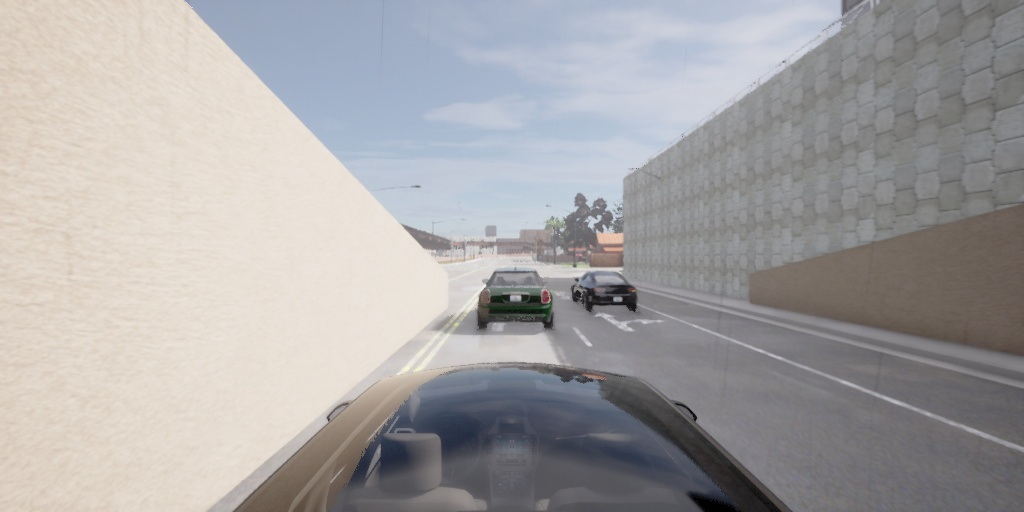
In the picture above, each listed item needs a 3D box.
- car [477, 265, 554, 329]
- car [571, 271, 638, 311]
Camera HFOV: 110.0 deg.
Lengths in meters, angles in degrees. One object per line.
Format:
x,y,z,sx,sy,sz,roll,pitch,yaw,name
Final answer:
0.097,1.132,11.512,2.097,1.767,4.553,0,0,0,car
3.592,1.315,14.464,1.812,1.442,4.674,0,0,0,car
